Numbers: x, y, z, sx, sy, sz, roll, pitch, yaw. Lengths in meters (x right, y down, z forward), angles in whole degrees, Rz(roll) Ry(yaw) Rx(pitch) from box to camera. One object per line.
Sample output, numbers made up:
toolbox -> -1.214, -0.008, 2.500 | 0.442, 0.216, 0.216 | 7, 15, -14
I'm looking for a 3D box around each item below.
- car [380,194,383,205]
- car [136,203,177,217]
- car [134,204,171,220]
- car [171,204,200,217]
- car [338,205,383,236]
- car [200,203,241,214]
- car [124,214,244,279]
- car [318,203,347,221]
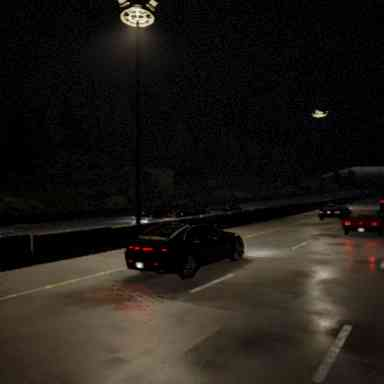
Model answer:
car -> 21.025, 1.090, 34.685 | 2.150, 2.045, 5.566 | -2, 0, 35
car -> -4.342, 2.201, 41.499 | 2.033, 1.411, 5.357 | -2, -1, 35
car -> -4.075, 2.101, 35.808 | 1.837, 1.490, 4.892 | -2, -1, 35
car -> 0.106, 2.042, 35.660 | 1.994, 1.385, 4.181 | -2, -1, 35
car -> 9.985, 1.646, 18.966 | 1.895, 1.301, 4.718 | -2, -1, 35
car -> 3.326, 1.867, 34.160 | 2.128, 1.511, 4.902 | -2, -1, 35
car -> -0.006, 1.692, 10.848 | 1.837, 1.490, 4.892 | -2, -1, 35
car -> 12.188, 1.625, 28.183 | 2.033, 1.411, 5.357 | -2, -1, 35
